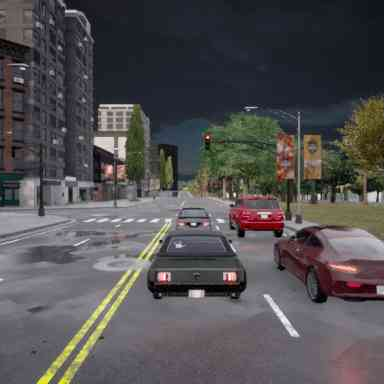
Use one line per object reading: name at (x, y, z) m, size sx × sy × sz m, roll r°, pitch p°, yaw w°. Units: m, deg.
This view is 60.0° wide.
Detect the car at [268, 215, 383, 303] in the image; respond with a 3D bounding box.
car at (3.340, 1.524, 8.042) m, size 1.812 × 1.442 × 4.674 m, roll 0°, pitch 0°, yaw 0°

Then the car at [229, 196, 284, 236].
car at (3.321, 1.218, 17.942) m, size 2.150 × 2.045 × 5.566 m, roll 0°, pitch 0°, yaw 0°

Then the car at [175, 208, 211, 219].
car at (0.072, 1.544, 17.983) m, size 2.033 × 1.411 × 5.357 m, roll 0°, pitch 0°, yaw 0°

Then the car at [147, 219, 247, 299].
car at (0.087, 1.599, 8.390) m, size 1.895 × 1.301 × 4.718 m, roll 0°, pitch 0°, yaw 0°
